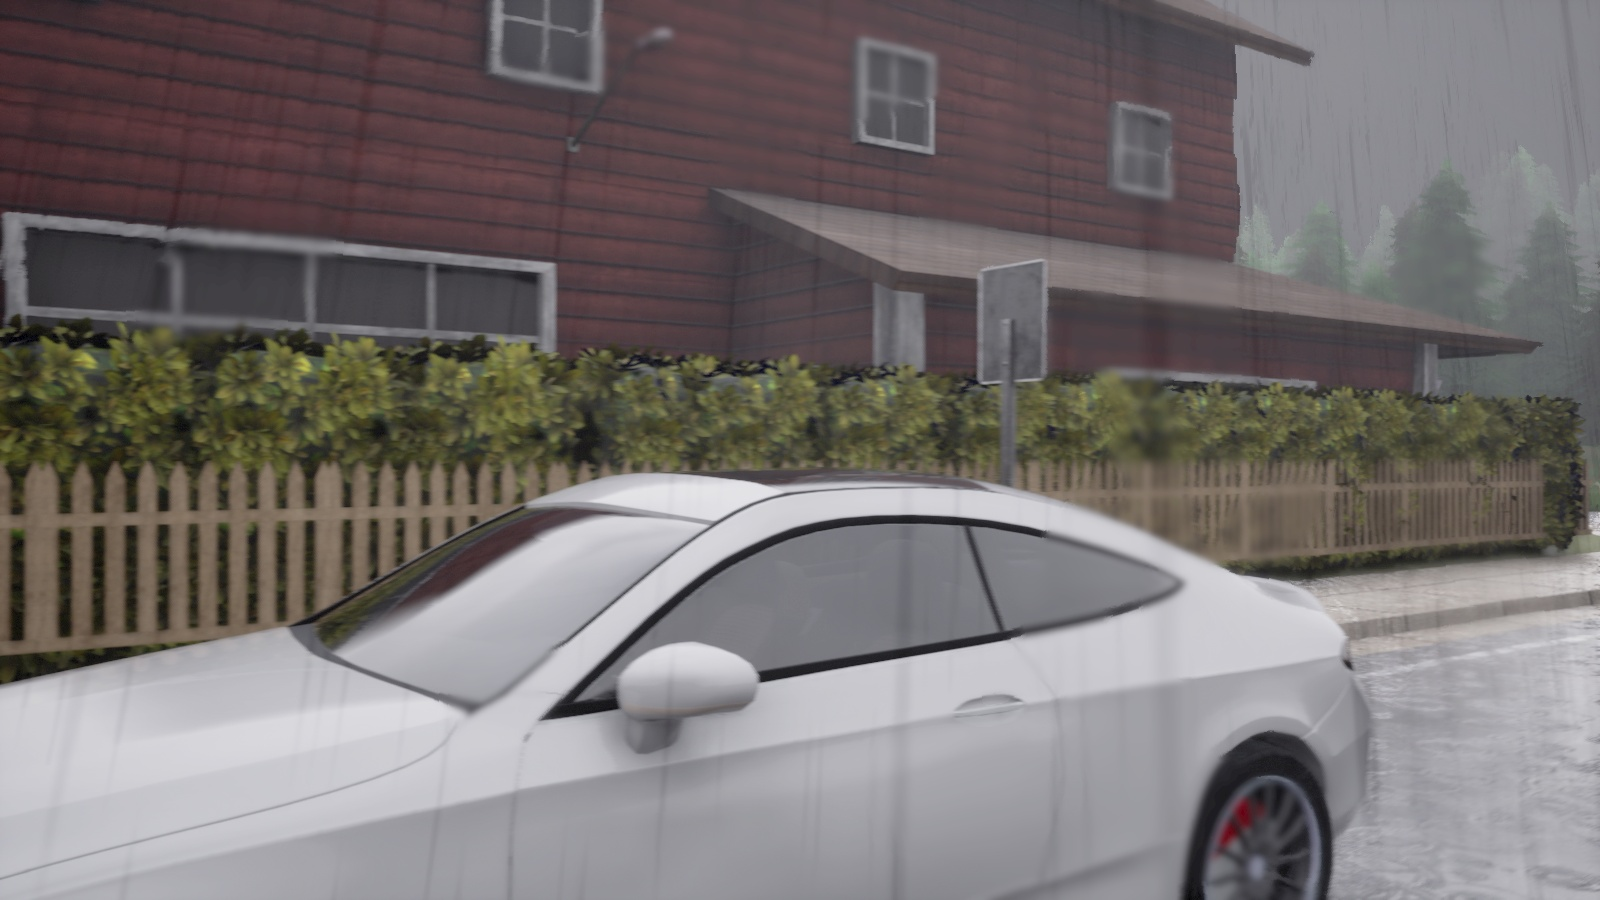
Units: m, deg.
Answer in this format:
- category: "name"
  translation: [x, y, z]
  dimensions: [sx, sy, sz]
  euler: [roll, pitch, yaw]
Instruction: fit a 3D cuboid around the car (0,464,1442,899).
- category: "car"
  translation: [-0.409, 0.780, 3.374]
  dimensions: [4.674, 1.442, 1.812]
  euler: [0, 0, -35]
